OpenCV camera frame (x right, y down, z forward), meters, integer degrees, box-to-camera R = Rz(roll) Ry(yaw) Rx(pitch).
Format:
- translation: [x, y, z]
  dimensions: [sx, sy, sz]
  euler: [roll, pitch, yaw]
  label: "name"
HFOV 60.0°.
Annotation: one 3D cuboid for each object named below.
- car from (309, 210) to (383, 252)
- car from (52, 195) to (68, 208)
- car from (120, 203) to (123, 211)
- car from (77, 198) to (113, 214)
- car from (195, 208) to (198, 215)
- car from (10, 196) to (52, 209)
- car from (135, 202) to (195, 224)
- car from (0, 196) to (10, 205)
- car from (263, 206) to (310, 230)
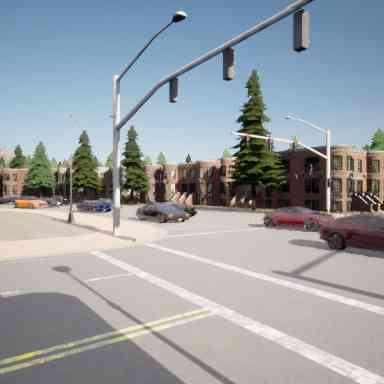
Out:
- translation: [6.895, 1.525, 12.000]
  dimensions: [1.812, 1.442, 4.674]
  euler: [0, 0, -34]
  label: "car"
- translation: [-20.892, 1.492, 47.861]
  dimensions: [4.902, 1.511, 2.128]
  euler: [0, 0, 26]
  label: "car"
- translation: [-10.344, 1.493, 40.397]
  dimensions: [4.902, 1.511, 2.128]
  euler: [0, 0, 42]
  label: "car"
- translation: [-10.447, 1.601, 35.616]
  dimensions: [1.895, 1.301, 4.718]
  euler: [0, 0, -43]
  label: "car"
- translation: [-1.566, 1.601, 29.955]
  dimensions: [1.895, 1.301, 4.718]
  euler: [0, 0, -37]
  label: "car"
- translation: [-21.326, 1.352, 44.124]
  dimensions: [4.553, 1.767, 2.097]
  euler: [0, 0, 27]
  label: "car"
- translation: [-2.389, 1.547, 25.233]
  dimensions: [2.033, 1.411, 5.357]
  euler: [0, 0, -36]
  label: "car"
- translation: [-32.908, 1.492, 58.970]
  dimensions: [4.902, 1.511, 2.128]
  euler: [0, 0, 9]
  label: "car"
- translation: [6.483, 1.565, 20.385]
  dimensions: [4.181, 1.385, 1.994]
  euler: [0, 0, 41]
  label: "car"
